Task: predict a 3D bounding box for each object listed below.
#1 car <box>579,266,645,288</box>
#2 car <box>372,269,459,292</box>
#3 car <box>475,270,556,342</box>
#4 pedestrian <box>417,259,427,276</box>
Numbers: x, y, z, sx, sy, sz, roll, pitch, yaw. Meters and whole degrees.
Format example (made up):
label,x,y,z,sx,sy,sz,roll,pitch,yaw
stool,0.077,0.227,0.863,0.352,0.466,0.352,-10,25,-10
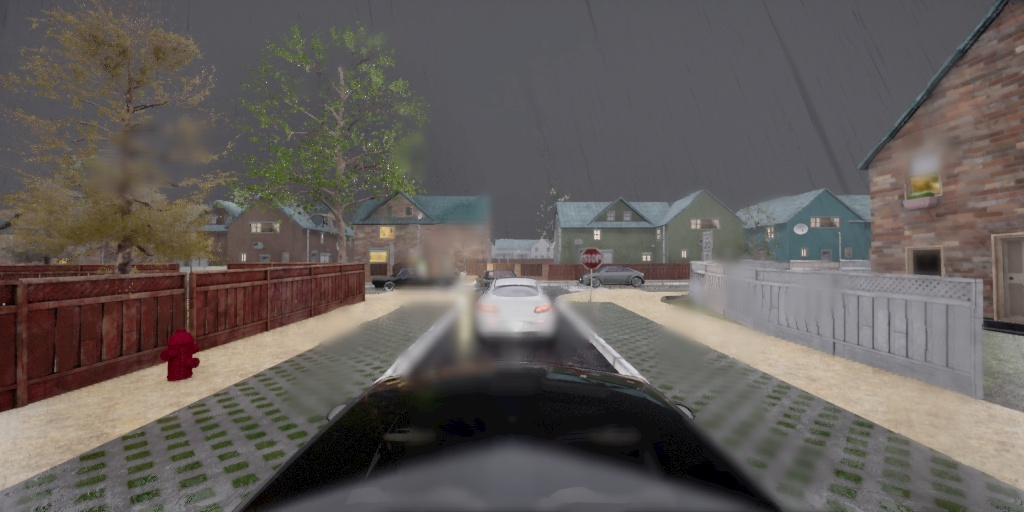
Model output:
label,x,y,z,sx,sy,sz,roll,pitch,yaw
car,6.529,1.344,23.704,4.181,1.385,1.994,0,-1,1
car,-5.490,1.416,20.909,4.718,1.301,1.895,-1,-1,1
car,0.100,1.279,9.707,1.812,1.442,4.674,0,0,0
pedestrian,-6.711,1.118,26.793,0.375,1.860,0.375,0,-1,1
